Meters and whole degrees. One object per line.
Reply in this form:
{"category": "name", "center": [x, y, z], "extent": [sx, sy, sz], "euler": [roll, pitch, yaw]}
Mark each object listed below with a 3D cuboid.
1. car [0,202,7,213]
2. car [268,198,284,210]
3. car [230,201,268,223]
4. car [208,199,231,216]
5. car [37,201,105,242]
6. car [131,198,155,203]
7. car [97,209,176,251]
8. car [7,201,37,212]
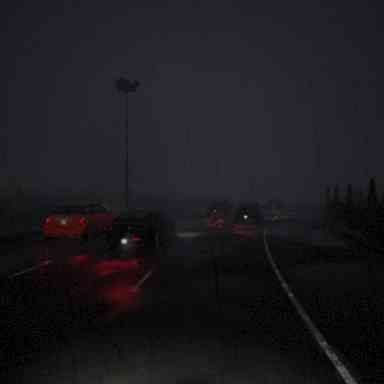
{"category": "car", "center": [-16.965, 1.468, 27.828], "extent": [1.994, 1.385, 4.181], "euler": [0, 0, 16]}
{"category": "car", "center": [10.380, 1.490, 41.707], "extent": [1.812, 1.442, 4.674], "euler": [0, 0, 21]}
{"category": "car", "center": [4.492, 1.478, 25.597], "extent": [1.837, 1.490, 4.892], "euler": [0, 0, 18]}
{"category": "car", "center": [2.915, 1.449, 31.753], "extent": [2.128, 1.511, 4.902], "euler": [0, 0, 20]}
{"category": "car", "center": [-5.115, 1.310, 16.290], "extent": [2.097, 1.767, 4.553], "euler": [0, 0, 10]}
{"category": "car", "center": [-5.778, 1.435, 38.940], "extent": [1.837, 1.490, 4.892], "euler": [0, 0, 21]}
{"category": "car", "center": [-1.971, 1.476, 14.094], "extent": [1.837, 1.490, 4.892], "euler": [0, 0, 9]}
{"category": "car", "center": [-13.126, 1.479, 28.493], "extent": [1.994, 1.385, 4.181], "euler": [0, 0, 17]}
